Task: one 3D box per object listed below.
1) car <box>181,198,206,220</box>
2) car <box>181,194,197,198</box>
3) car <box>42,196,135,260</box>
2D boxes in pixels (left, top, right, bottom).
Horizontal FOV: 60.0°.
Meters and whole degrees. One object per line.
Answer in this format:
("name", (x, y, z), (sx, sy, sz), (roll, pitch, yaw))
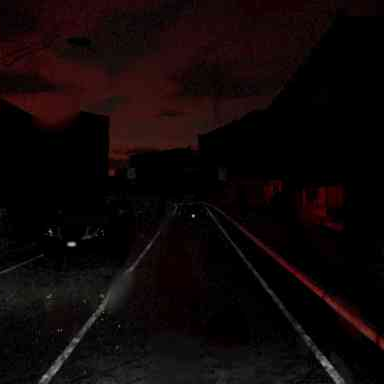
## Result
("car", (0.098, 1.431, 26.584), (1.895, 1.301, 4.718), (0, 1, 0))
("car", (-0.352, 1.060, 42.798), (1.837, 1.490, 4.892), (0, 1, -4))
("car", (-3.600, 1.186, 12.703), (2.150, 2.045, 5.566), (0, 0, 0))
